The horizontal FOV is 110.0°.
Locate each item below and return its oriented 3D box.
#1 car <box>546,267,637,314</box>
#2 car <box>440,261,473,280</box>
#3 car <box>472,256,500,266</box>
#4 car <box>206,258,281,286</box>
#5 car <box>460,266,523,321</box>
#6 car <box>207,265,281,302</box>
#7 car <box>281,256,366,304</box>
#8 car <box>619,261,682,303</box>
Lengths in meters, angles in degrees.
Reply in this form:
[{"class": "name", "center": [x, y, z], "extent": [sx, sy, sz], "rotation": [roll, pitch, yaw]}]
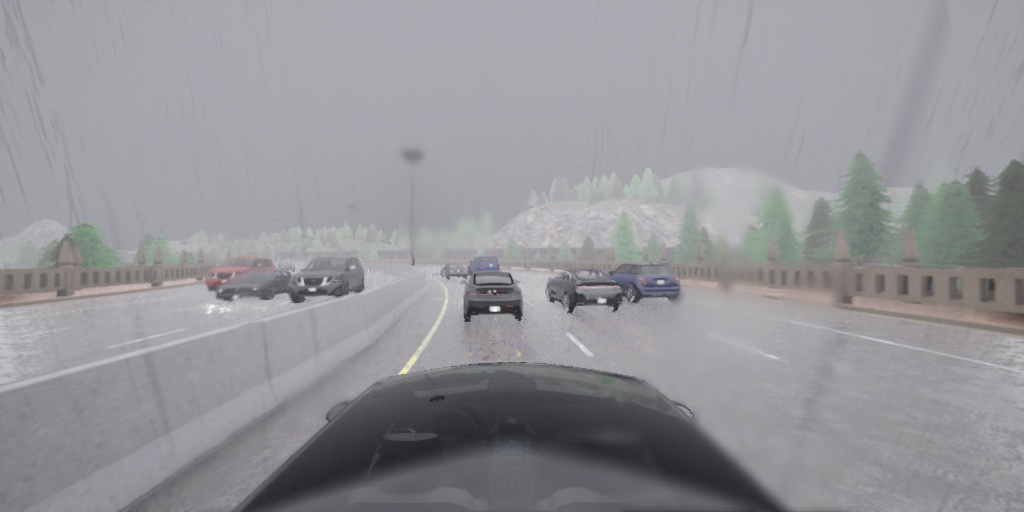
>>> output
[{"class": "car", "center": [2.611, 1.239, 13.940], "extent": [2.128, 1.511, 4.902], "rotation": [0, 0, -7]}, {"class": "car", "center": [-5.420, 1.381, 33.194], "extent": [2.033, 1.411, 5.357], "rotation": [0, 0, -19]}, {"class": "car", "center": [-2.904, 1.041, 36.423], "extent": [2.150, 2.045, 5.566], "rotation": [0, 0, -20]}, {"class": "car", "center": [-17.158, 1.117, 23.130], "extent": [2.150, 2.045, 5.566], "rotation": [0, 0, -16]}, {"class": "car", "center": [-0.748, 1.270, 12.653], "extent": [1.837, 1.490, 4.892], "rotation": [0, 0, -6]}, {"class": "car", "center": [-12.370, 1.393, 18.053], "extent": [2.033, 1.411, 5.357], "rotation": [0, 0, -11]}, {"class": "car", "center": [-8.710, 1.041, 17.458], "extent": [2.150, 2.045, 5.566], "rotation": [0, 0, -11]}, {"class": "car", "center": [5.725, 1.085, 16.630], "extent": [2.097, 1.767, 4.553], "rotation": [0, 0, -8]}]
